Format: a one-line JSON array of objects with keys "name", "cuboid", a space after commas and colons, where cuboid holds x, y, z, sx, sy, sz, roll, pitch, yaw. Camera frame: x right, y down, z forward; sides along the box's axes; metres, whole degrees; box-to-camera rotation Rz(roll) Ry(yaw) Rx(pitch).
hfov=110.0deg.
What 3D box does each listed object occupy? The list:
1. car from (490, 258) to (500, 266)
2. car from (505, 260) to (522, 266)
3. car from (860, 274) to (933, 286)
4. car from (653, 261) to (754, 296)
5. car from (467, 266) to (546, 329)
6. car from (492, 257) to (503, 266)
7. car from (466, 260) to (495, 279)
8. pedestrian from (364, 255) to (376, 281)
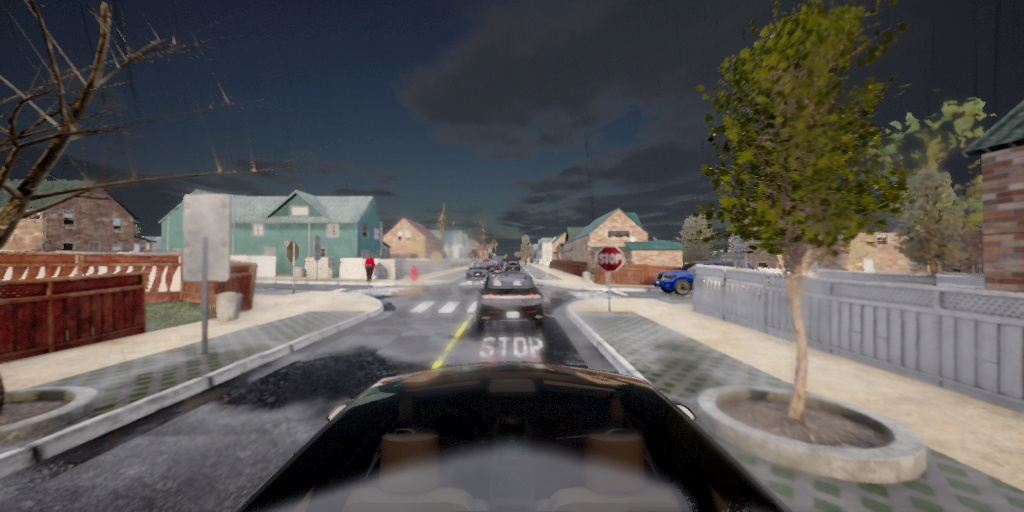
[{"name": "car", "cuboid": [-2.793, 1.320, 41.796, 2.033, 1.411, 5.357, 0, 0, 0]}, {"name": "car", "cuboid": [0.145, 1.286, 45.606, 1.837, 1.490, 4.892, 0, 0, 0]}, {"name": "car", "cuboid": [22.847, 1.794, 21.189, 5.008, 1.535, 1.882, 1, -1, 0]}, {"name": "car", "cuboid": [11.380, 1.278, 21.213, 5.566, 2.045, 2.150, 1, -1, 0]}, {"name": "car", "cuboid": [-0.161, 1.239, 11.261, 2.128, 1.511, 4.902, 0, 0, -4]}, {"name": "car", "cuboid": [-2.778, 1.275, 52.206, 1.882, 1.535, 5.008, 0, 0, 0]}, {"name": "car", "cuboid": [-2.824, 1.321, 31.413, 1.994, 1.385, 4.181, 0, 0, -1]}, {"name": "pedestrian", "cuboid": [-9.600, 0.770, 24.157, 0.375, 1.860, 0.375, 0, -2, 0]}]
